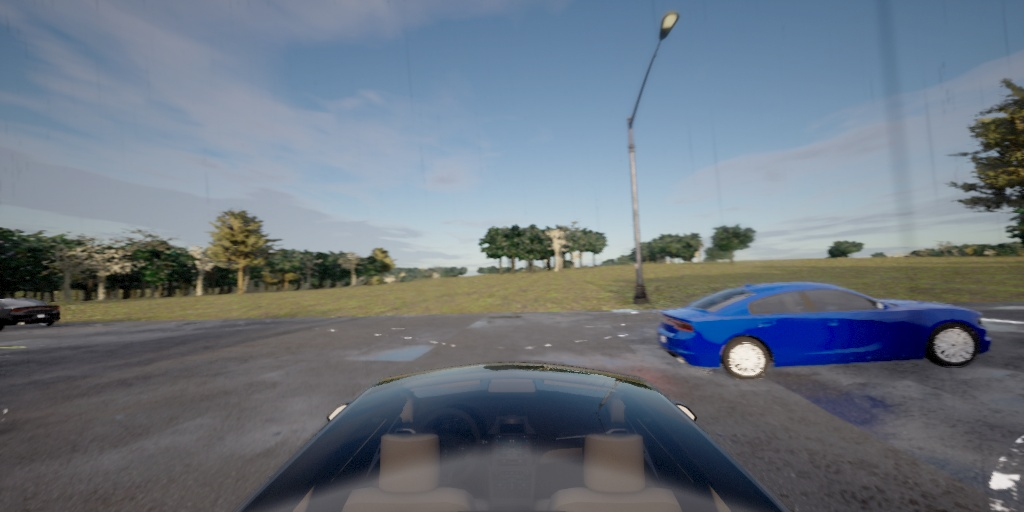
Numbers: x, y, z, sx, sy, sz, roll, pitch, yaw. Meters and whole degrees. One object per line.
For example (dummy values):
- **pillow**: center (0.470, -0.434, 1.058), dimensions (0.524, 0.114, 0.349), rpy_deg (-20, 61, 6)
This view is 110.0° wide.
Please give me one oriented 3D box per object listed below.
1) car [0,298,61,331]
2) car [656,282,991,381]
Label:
- **car**: center (-25.186, 2.854, 17.647), dimensions (5.008, 1.535, 1.882), rpy_deg (-2, -4, 7)
- **car**: center (5.369, 1.218, 6.699), dimensions (5.008, 1.535, 1.882), rpy_deg (-6, -3, 7)
